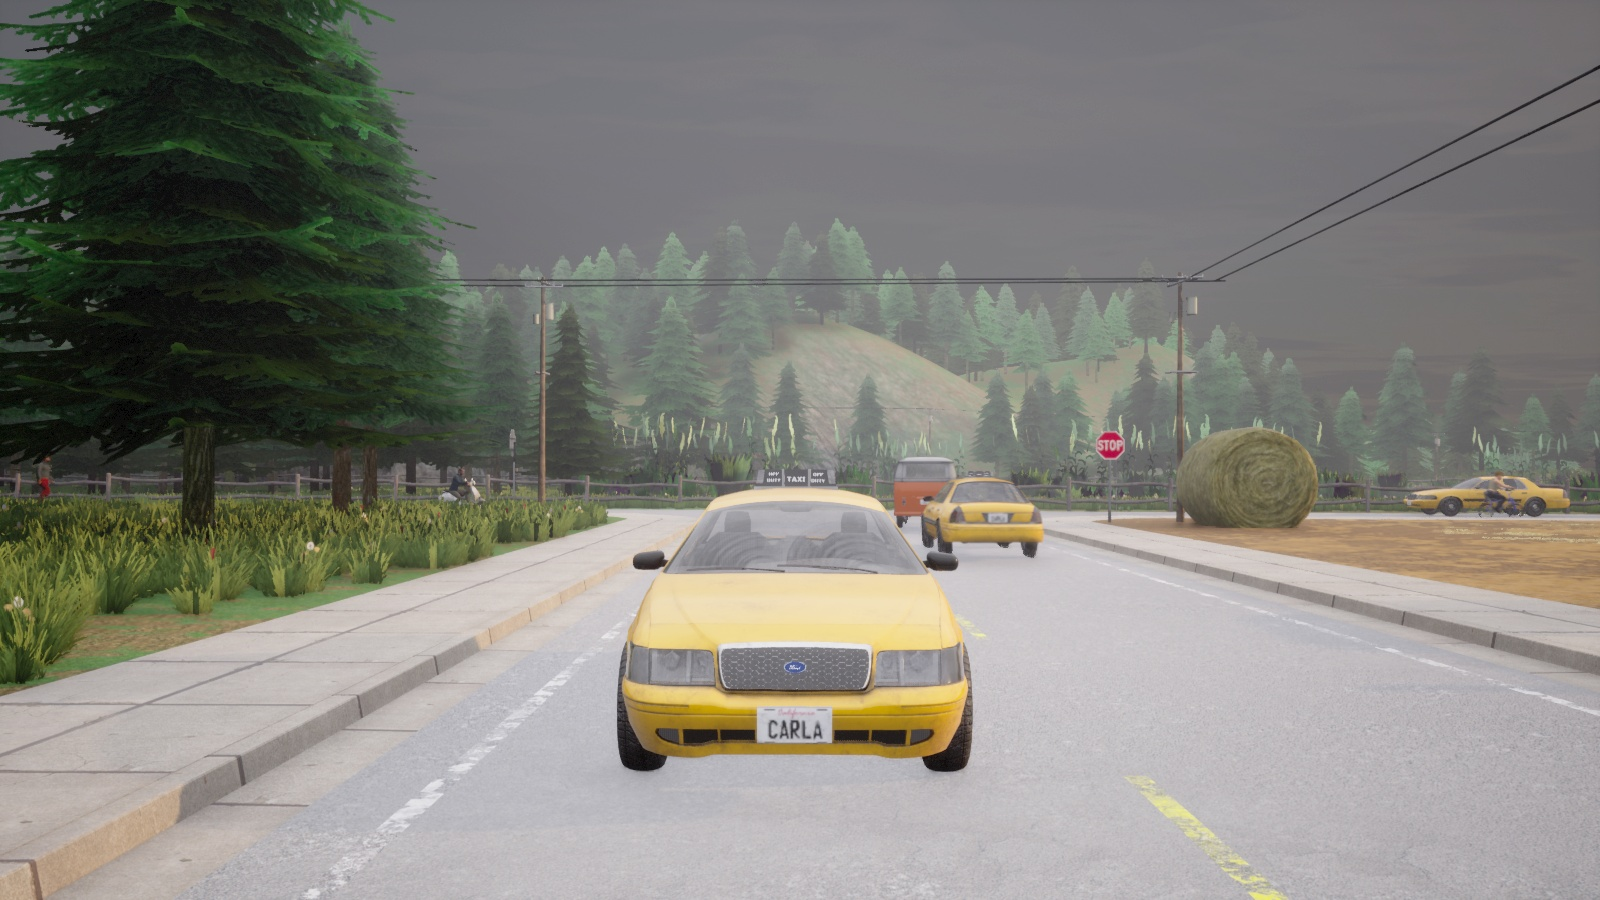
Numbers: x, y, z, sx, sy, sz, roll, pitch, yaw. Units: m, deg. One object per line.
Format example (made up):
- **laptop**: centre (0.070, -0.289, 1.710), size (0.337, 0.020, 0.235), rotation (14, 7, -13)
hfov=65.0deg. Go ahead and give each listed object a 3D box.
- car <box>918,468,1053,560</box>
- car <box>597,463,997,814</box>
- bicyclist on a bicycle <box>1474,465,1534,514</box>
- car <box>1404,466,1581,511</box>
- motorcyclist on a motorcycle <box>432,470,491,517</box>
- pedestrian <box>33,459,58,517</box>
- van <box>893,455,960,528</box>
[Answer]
- **car**: centre (3.436, 1.146, 24.254), size (1.801, 1.575, 5.366), rotation (0, -1, 0)
- **car**: centre (-0.022, 0.894, 8.352), size (1.801, 1.575, 5.366), rotation (0, -1, 0)
- **bicyclist on a bicycle**: centre (23.567, 1.326, 42.042), size (1.509, 1.612, 0.866), rotation (0, -1, 3)
- **car**: centre (24.997, 1.380, 45.474), size (5.366, 1.575, 1.801), rotation (0, -1, 3)
- **motorcyclist on a motorcycle**: centre (-11.755, 1.511, 43.660), size (1.817, 1.590, 0.866), rotation (0, -1, 3)
- **pedestrian**: centre (-24.320, 1.215, 40.480), size (0.614, 1.847, 0.353), rotation (0, -1, 0)
- **van**: centre (3.737, 1.164, 36.530), size (1.775, 1.987, 4.442), rotation (-1, -1, 8)
